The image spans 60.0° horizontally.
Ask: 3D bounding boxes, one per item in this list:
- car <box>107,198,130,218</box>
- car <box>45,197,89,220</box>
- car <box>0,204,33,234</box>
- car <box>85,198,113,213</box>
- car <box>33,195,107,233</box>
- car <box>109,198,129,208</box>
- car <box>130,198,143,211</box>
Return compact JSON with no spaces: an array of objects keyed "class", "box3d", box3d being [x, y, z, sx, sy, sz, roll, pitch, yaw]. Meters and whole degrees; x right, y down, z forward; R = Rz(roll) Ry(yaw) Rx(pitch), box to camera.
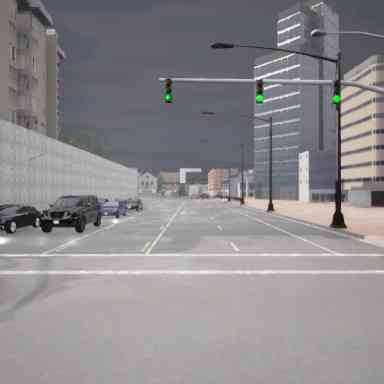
[{"class":"car","box3d":[-7.121,1.526,29.819,1.812,1.442,4.674,0,0,0]},{"class":"car","box3d":[-10.621,1.352,28.613,2.097,1.767,4.553,0,0,0]},{"class":"car","box3d":[-10.615,1.505,19.545,1.837,1.490,4.892,0,0,0]},{"class":"car","box3d":[-10.623,1.505,38.431,1.837,1.490,4.892,0,0,0]},{"class":"car","box3d":[-7.111,1.221,20.178,2.150,2.045,5.566,0,0,0]},{"class":"car","box3d":[-10.592,1.601,48.491,1.895,1.301,4.718,0,0,0]},{"class":"car","box3d":[-7.121,1.491,40.161,2.128,1.511,4.902,0,0,0]}]
